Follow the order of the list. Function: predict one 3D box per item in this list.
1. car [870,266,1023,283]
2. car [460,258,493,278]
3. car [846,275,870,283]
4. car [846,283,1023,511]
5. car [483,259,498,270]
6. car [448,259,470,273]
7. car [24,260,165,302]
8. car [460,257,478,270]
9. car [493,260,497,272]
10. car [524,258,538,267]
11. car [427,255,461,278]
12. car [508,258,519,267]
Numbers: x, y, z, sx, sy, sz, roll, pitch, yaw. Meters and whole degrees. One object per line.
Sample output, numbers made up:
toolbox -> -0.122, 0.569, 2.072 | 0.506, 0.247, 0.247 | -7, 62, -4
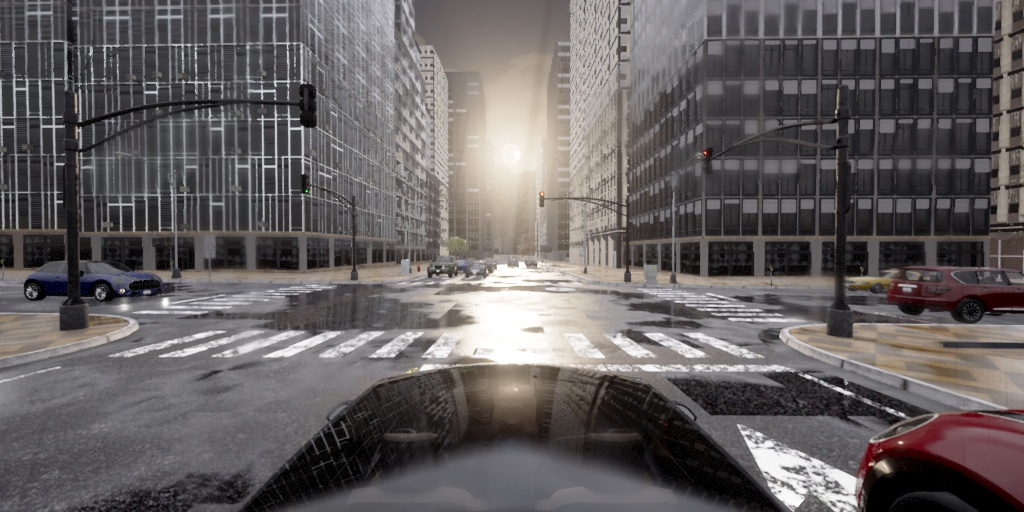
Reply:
car -> 16.227, 1.281, 12.505 | 5.009, 1.841, 2.192 | 0, 0, 1
car -> -3.238, 1.224, 33.926 | 2.128, 1.511, 4.902 | 0, 0, 1
car -> 21.866, 1.409, 20.771 | 4.829, 1.417, 1.751 | 0, 0, 1
car -> 3.253, 1.103, 0.394 | 2.097, 1.767, 4.553 | 0, 0, 0
car -> -3.164, 1.261, 53.911 | 2.033, 1.411, 5.357 | 0, 0, 0
car -> -6.453, 1.201, 44.134 | 1.882, 1.535, 5.008 | 0, 0, 0
car -> -18.148, 0.971, 15.731 | 4.553, 1.767, 2.097 | 1, 1, 3
car -> -6.411, 1.065, 53.802 | 2.097, 1.767, 4.553 | 0, 0, 0
car -> -3.208, 1.325, 43.207 | 1.895, 1.301, 4.718 | 0, 0, 0
car -> 3.464, 1.303, 63.364 | 1.895, 1.301, 4.718 | 0, 0, 0
car -> -6.480, 0.954, 34.169 | 2.150, 2.045, 5.566 | 0, 0, 0
car -> 0.214, 1.266, 63.346 | 1.994, 1.385, 4.181 | 0, 0, 0
